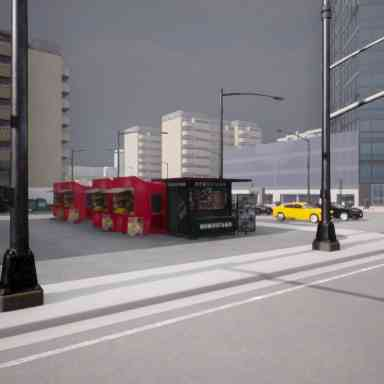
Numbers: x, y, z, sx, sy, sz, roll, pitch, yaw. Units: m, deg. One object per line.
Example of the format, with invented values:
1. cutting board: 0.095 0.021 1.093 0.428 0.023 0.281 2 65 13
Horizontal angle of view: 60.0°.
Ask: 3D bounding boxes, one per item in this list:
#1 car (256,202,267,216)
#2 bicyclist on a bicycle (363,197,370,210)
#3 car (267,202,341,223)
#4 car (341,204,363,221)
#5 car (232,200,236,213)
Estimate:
1. car: 6.716 1.778 35.814 1.994 1.385 4.181 0 -1 -36
2. bicyclist on a bicycle: 22.251 1.466 42.463 1.656 1.620 0.582 0 0 -36
3. car: 8.898 1.589 26.818 1.882 1.535 5.008 0 -1 -38
4. car: 12.001 1.587 28.535 1.882 1.535 5.008 0 -1 -36
5. car: 3.073 1.455 34.884 2.150 2.045 5.566 0 -1 -36
